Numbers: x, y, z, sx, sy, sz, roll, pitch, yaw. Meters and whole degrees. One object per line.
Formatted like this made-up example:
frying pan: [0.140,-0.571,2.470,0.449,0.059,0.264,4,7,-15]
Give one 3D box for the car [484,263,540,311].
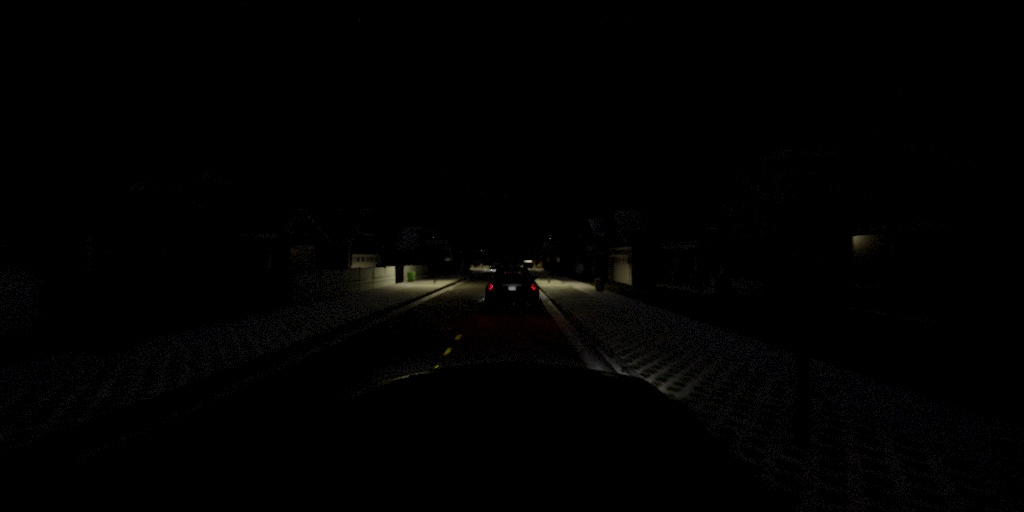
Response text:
car: [0.025,1.235,15.262,2.097,1.767,4.553,0,-1,1]
